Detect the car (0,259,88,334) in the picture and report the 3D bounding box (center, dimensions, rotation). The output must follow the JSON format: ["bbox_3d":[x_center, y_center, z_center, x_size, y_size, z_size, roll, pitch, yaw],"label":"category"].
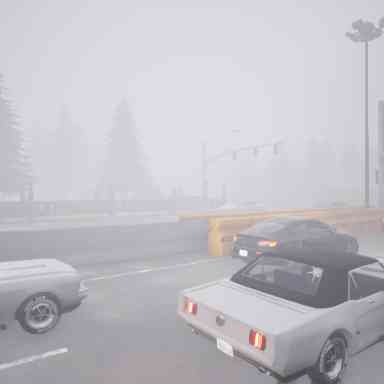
[{"bbox_3d":[-4.140,1.601,5.092,4.718,1.301,1.895,0,0,-35],"label":"car"}]

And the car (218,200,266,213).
[{"bbox_3d":[4.325,1.391,28.371,4.674,1.442,1.812,0,0,-35],"label":"car"}]

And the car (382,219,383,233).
[{"bbox_3d":[10.661,1.408,15.598,4.674,1.442,1.812,-1,0,-36],"label":"car"}]

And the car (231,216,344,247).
[{"bbox_3d":[3.276,1.474,10.352,4.674,1.442,1.812,-1,0,-35],"label":"car"}]

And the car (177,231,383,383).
[{"bbox_3d":[2.212,1.577,5.310,4.718,1.301,1.895,-1,0,-35],"label":"car"}]

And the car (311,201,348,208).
[{"bbox_3d":[9.644,1.382,23.539,4.674,1.442,1.812,0,0,-35],"label":"car"}]
